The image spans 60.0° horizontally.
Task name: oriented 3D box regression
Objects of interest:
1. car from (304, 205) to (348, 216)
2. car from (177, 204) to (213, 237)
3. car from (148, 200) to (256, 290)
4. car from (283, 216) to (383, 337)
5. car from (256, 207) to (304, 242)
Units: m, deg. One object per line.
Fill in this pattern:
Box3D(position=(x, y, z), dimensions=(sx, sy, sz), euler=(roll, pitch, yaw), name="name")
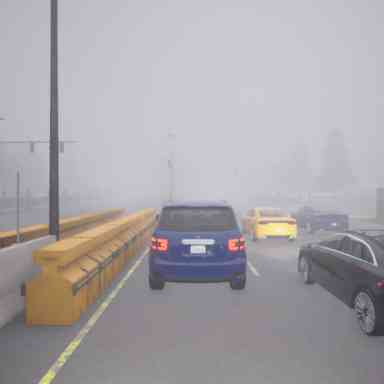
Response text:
Box3D(position=(7.154, 1.475, 19.161), dimensions=(1.882, 1.535, 5.008), euler=(0, 0, 0), name="car")
Box3D(position=(0.154, 1.502, 19.070), dimensions=(1.837, 1.490, 4.892), euler=(0, 0, 0), name="car")
Box3D(position=(0.127, 1.220, 9.221), dimensions=(2.150, 2.045, 5.566), euler=(0, 0, 0), name="car")
Box3D(position=(3.615, 1.491, 6.612), dimensions=(2.128, 1.511, 4.902), euler=(0, 0, 0), name="car")
Box3D(position=(3.646, 1.475, 16.454), dimensions=(1.882, 1.535, 5.008), euler=(0, 0, 0), name="car")
